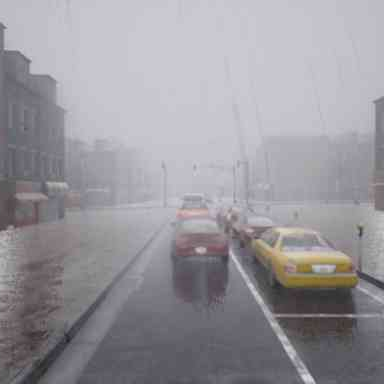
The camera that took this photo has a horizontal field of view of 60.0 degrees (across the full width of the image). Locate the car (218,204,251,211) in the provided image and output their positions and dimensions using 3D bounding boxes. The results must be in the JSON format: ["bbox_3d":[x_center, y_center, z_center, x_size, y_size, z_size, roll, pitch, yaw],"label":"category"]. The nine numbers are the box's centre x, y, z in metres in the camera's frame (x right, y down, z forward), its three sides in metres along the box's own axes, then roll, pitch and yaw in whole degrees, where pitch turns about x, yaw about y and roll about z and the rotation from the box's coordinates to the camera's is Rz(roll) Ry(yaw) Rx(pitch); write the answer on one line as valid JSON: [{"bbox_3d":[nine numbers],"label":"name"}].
[{"bbox_3d":[2.695,1.410,19.788,1.967,1.590,4.097,0,0,0],"label":"car"}]

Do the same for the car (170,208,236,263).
[{"bbox_3d":[0.192,1.504,11.844,1.812,1.442,4.674,0,0,-2],"label":"car"}]

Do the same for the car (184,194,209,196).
[{"bbox_3d":[0.129,1.187,30.299,2.150,2.045,5.566,0,0,1],"label":"car"}]

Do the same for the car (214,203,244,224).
[{"bbox_3d":[2.713,1.548,25.255,1.802,1.307,4.206,0,0,0],"label":"car"}]

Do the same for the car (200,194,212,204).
[{"bbox_3d":[2.843,1.344,68.000,2.192,1.841,5.009,-1,0,0],"label":"car"}]

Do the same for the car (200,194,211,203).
[{"bbox_3d":[2.860,1.361,73.403,2.192,1.841,5.009,-1,0,0],"label":"car"}]

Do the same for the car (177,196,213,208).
[{"bbox_3d":[0.150,1.321,20.203,2.097,1.767,4.553,0,0,0],"label":"car"}]

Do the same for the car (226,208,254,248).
[{"bbox_3d":[2.678,1.557,14.322,1.802,1.307,4.206,0,0,0],"label":"car"}]

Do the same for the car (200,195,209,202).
[{"bbox_3d":[2.878,1.504,78.805,1.967,1.590,4.097,-1,0,0],"label":"car"}]

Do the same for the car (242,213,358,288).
[{"bbox_3d":[2.662,1.508,9.024,1.752,1.417,4.829,0,0,0],"label":"car"}]

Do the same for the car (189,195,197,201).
[{"bbox_3d":[0.271,1.545,85.995,1.837,1.490,4.892,0,0,0],"label":"car"}]
